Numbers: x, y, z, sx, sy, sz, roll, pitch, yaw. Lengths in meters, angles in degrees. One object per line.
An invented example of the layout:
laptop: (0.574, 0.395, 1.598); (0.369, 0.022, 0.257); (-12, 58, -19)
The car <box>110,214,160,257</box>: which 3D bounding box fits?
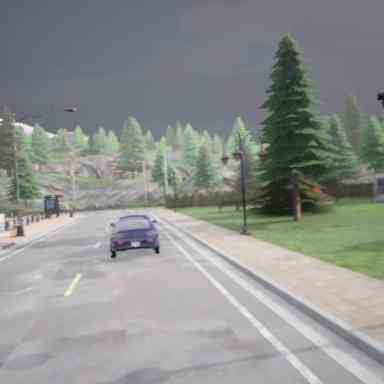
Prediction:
car: (-2.392, 1.663, 13.833); (1.812, 1.442, 4.674); (-3, 0, -10)
